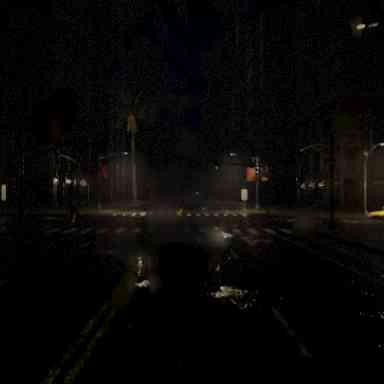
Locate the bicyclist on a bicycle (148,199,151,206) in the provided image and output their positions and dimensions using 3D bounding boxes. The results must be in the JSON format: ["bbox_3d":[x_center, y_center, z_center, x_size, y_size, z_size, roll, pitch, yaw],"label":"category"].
[{"bbox_3d":[-8.745,2.039,67.669,0.659,1.776,1.843,0,-1,0],"label":"bicyclist on a bicycle"}]

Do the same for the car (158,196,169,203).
[{"bbox_3d":[-6.520,1.996,80.485,1.895,1.301,4.718,0,-1,0],"label":"car"}]

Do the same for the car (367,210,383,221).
[{"bbox_3d":[20.584,2.194,34.071,4.829,1.417,1.752,1,-2,0],"label":"car"}]

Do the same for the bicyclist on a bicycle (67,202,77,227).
[{"bbox_3d":[-8.775,1.596,24.182,0.659,1.776,1.843,-1,0,0],"label":"bicyclist on a bicycle"}]

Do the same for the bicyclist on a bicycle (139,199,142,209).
[{"bbox_3d":[-8.742,2.018,56.893,0.582,1.620,1.656,0,0,0],"label":"bicyclist on a bicycle"}]

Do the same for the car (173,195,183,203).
[{"bbox_3d":[-3.270,1.626,80.489,2.150,2.045,5.566,0,-1,0],"label":"car"}]
